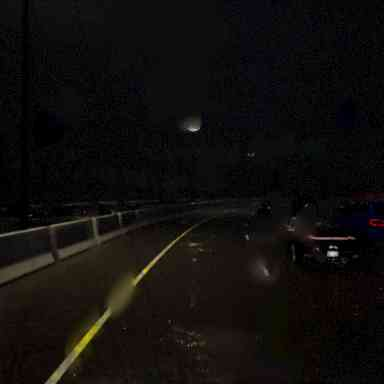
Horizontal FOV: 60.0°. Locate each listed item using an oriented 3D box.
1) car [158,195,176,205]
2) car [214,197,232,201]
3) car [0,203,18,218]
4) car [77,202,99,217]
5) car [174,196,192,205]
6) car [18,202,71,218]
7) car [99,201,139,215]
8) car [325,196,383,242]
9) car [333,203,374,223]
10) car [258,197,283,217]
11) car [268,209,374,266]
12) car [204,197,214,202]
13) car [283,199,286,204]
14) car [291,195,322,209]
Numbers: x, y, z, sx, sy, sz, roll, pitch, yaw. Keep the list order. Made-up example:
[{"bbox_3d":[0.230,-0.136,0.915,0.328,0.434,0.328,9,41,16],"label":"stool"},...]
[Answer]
[{"bbox_3d":[-5.138,1.695,71.626,2.150,2.045,5.566,0,0,24],"label":"car"},{"bbox_3d":[7.307,1.836,73.293,2.097,1.767,4.553,0,0,25],"label":"car"},{"bbox_3d":[-17.779,1.734,32.280,2.033,1.411,5.357,0,0,11],"label":"car"},{"bbox_3d":[-10.138,1.778,34.554,1.994,1.385,4.181,0,0,13],"label":"car"},{"bbox_3d":[-1.459,1.997,71.245,1.812,1.442,4.674,0,0,24],"label":"car"},{"bbox_3d":[-14.107,1.743,32.835,2.033,1.411,5.357,0,0,11],"label":"car"},{"bbox_3d":[-6.844,1.702,33.208,2.128,1.511,4.902,0,0,12],"label":"car"},{"bbox_3d":[8.050,1.336,14.950,2.150,2.045,5.566,0,0,6],"label":"car"},{"bbox_3d":[13.835,1.765,28.883,2.033,1.411,5.357,0,0,12],"label":"car"},{"bbox_3d":[7.838,1.592,33.798,2.097,1.767,4.553,0,0,13],"label":"car"},{"bbox_3d":[4.268,1.580,12.004,2.128,1.511,4.902,0,0,5],"label":"car"},{"bbox_3d":[4.206,2.005,74.936,1.837,1.490,4.892,0,0,25],"label":"car"},{"bbox_3d":[20.645,2.015,78.357,1.801,1.575,5.366,0,0,31],"label":"car"},{"bbox_3d":[11.325,1.466,33.518,2.150,2.045,5.566,0,0,14],"label":"car"}]
